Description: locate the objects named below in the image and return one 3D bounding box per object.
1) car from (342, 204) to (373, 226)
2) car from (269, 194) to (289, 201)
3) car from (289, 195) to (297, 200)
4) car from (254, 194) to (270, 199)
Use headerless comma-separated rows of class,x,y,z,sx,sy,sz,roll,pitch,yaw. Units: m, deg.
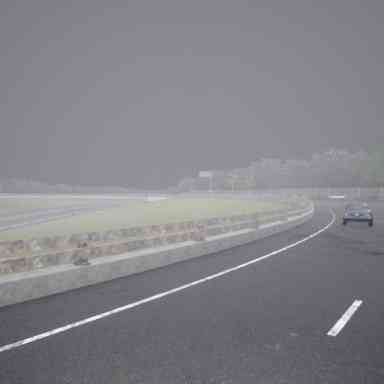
car,11.838,1.547,23.818,2.033,1.411,5.357,0,0,27
car,21.859,1.548,83.523,1.994,1.385,4.181,0,0,-9
car,25.186,1.547,85.001,1.994,1.385,4.181,0,0,-9
car,20.070,1.468,93.262,1.882,1.535,5.008,0,0,-15
